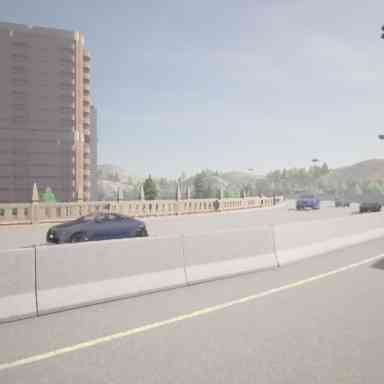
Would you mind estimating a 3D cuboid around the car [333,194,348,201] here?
[{"bbox_3d":[32.436,1.137,72.649,1.812,1.442,4.674,0,0,7],"label":"car"}]

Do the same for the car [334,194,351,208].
[{"bbox_3d":[21.888,1.491,48.338,2.128,1.511,4.902,0,0,23],"label":"car"}]

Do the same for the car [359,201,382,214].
[{"bbox_3d":[18.543,1.600,34.521,1.895,1.301,4.718,0,0,32],"label":"car"}]

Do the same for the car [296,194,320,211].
[{"bbox_3d":[14.545,1.220,41.410,2.150,2.045,5.566,0,0,29],"label":"car"}]

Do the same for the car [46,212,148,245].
[{"bbox_3d":[-3.996,1.564,14.405,4.181,1.385,1.994,0,0,-39],"label":"car"}]
